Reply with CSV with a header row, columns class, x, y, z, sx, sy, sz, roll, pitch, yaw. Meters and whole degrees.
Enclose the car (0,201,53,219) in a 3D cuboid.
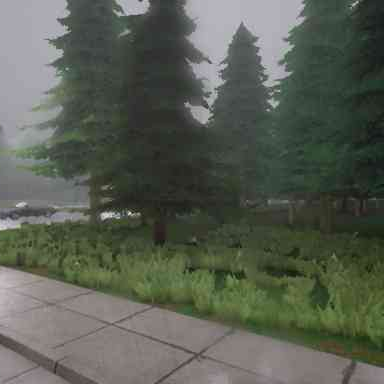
class,x,y,z,sx,sy,sz,roll,pitch,yaw
car,-13.750,1.499,27.942,1.812,1.442,4.674,0,0,34
